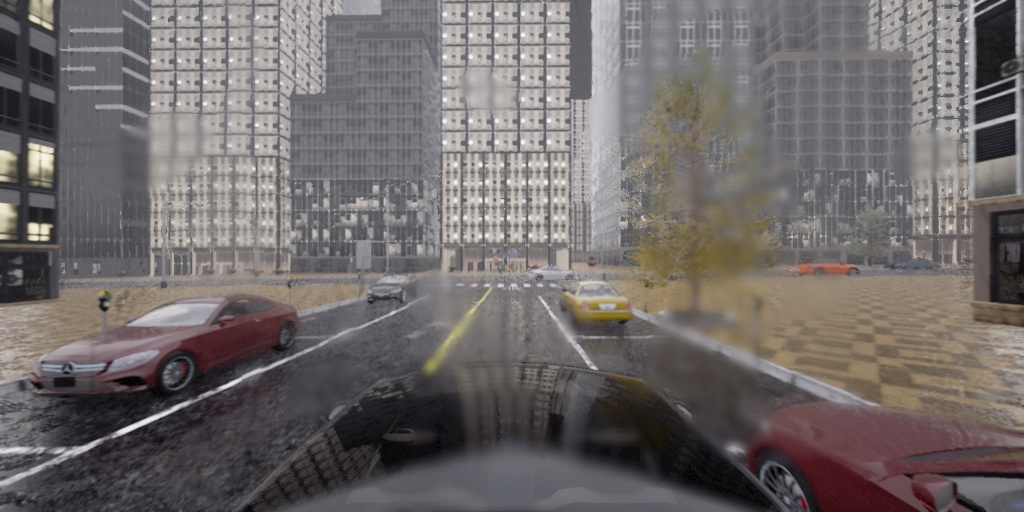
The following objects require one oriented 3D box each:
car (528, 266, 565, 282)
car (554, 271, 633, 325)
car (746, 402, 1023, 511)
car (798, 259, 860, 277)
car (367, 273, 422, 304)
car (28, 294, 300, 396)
[{"bbox_3d":[3.895,1.690,34.340,4.674,1.442,1.812,0,-1,1],"label":"car"},{"bbox_3d":[2.691,1.415,12.379,1.751,1.417,4.829,0,0,0],"label":"car"},{"bbox_3d":[2.690,1.324,1.091,1.802,1.307,4.207,0,0,0],"label":"car"},{"bbox_3d":[30.022,1.060,34.000,4.553,1.767,2.097,-1,0,1],"label":"car"},{"bbox_3d":[-5.688,1.514,17.770,2.007,1.370,4.403,0,0,0],"label":"car"},{"bbox_3d":[-5.690,1.398,6.651,1.802,1.307,4.207,0,0,0],"label":"car"}]
